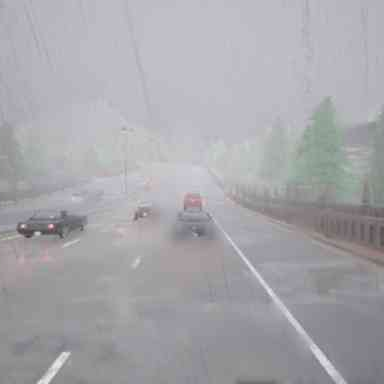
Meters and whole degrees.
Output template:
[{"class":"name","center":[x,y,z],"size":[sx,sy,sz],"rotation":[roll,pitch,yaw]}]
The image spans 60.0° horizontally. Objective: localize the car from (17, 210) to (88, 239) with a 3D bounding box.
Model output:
[{"class":"car","center":[-6.897,1.557,17.089],"size":[1.895,1.301,4.718],"rotation":[0,0,0]}]

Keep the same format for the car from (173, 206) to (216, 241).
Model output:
[{"class":"car","center":[0.104,1.560,16.305],"size":[1.895,1.301,4.718],"rotation":[0,0,0]}]

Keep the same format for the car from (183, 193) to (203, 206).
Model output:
[{"class":"car","center":[0.107,1.092,39.901],"size":[2.150,2.045,5.566],"rotation":[0,0,0]}]

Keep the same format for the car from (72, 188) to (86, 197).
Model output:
[{"class":"car","center":[-20.989,0.070,62.969],"size":[2.033,1.411,5.357],"rotation":[0,6,0]}]

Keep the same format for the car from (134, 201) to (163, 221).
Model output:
[{"class":"car","center":[-3.395,1.454,26.328],"size":[1.812,1.442,4.674],"rotation":[0,0,0]}]

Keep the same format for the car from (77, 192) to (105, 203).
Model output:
[{"class":"car","center":[-14.048,1.222,47.051],"size":[2.033,1.411,5.357],"rotation":[0,2,1]}]

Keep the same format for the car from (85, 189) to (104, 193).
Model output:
[{"class":"car","center":[-17.500,0.256,61.331],"size":[1.994,1.385,4.181],"rotation":[0,6,0]}]
